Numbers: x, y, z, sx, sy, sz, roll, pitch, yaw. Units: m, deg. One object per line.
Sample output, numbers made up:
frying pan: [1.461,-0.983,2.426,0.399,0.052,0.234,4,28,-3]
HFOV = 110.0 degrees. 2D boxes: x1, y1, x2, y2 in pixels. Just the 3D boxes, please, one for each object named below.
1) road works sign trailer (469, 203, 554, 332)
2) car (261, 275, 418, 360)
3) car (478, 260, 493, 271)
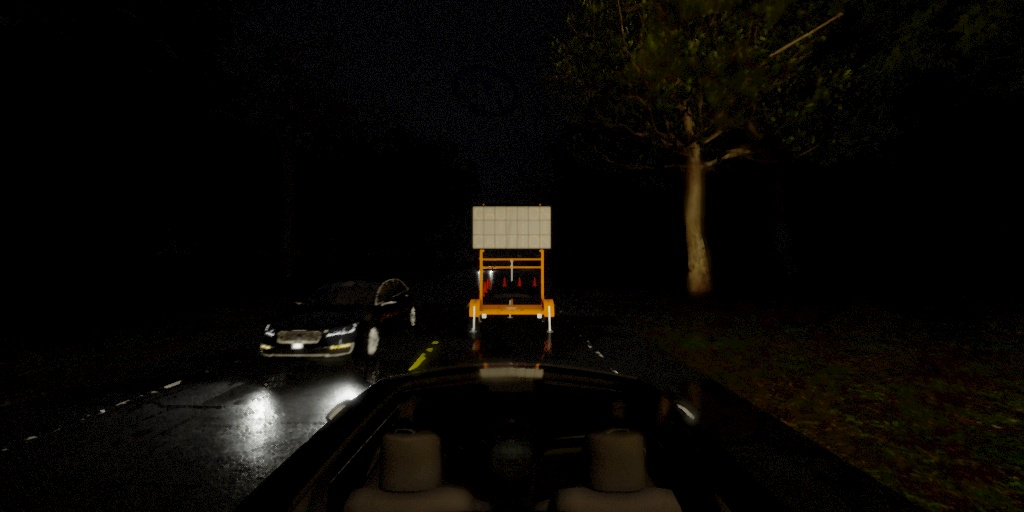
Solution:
road works sign trailer: [-0.005,0.216,10.821,2.380,3.560,2.880,0,0,0]
car: [-3.602,1.256,8.443,1.837,1.490,4.892,0,0,0]
car: [-3.615,1.227,49.600,1.837,1.490,4.892,0,0,0]
